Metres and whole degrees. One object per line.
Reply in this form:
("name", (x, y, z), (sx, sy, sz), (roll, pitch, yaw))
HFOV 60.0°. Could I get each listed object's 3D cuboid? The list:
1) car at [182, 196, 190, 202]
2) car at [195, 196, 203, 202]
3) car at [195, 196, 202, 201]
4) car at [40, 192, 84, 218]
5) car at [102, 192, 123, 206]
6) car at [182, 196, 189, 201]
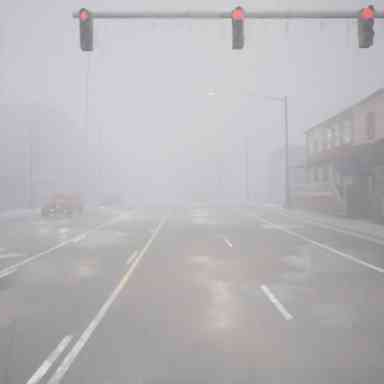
("car", (-1.590, 1.891, 85.048), (1.994, 1.385, 4.181), (-1, -1, -1))
("car", (1.920, 1.790, 84.504), (2.033, 1.411, 5.357), (-1, -1, -1))
("car", (1.741, 1.874, 93.859), (1.895, 1.301, 4.718), (-1, -1, -1))
("car", (-11.124, 1.073, 29.031), (2.150, 2.045, 5.566), (-1, 1, -1))
("car", (-11.394, 1.024, 47.978), (2.150, 2.045, 5.566), (-1, 0, -1))
("car", (-1.759, 1.821, 93.763), (1.882, 1.535, 5.008), (-1, -1, -1))
